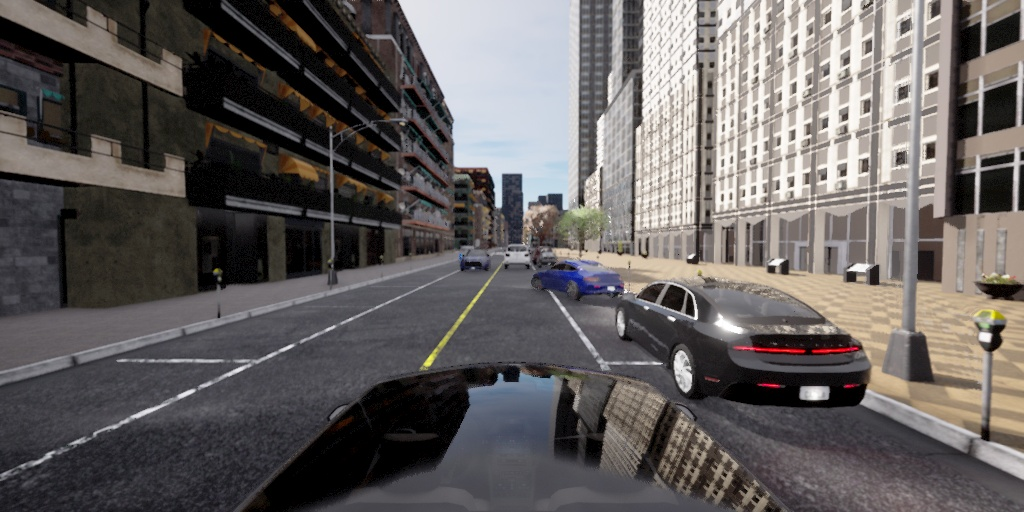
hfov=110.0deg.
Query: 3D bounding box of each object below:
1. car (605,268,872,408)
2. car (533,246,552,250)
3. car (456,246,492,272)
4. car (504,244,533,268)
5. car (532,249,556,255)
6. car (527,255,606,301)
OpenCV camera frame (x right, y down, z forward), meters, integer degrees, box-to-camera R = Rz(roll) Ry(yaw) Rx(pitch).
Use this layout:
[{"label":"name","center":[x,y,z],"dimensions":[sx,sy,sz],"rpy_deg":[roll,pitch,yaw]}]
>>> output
[{"label":"car","center":[3.201,1.109,6.169],"dimensions":[1.837,1.490,4.892],"rpy_deg":[0,2,1]},{"label":"car","center":[3.129,-0.074,36.626],"dimensions":[2.192,1.841,5.009],"rpy_deg":[0,0,1]},{"label":"car","center":[-2.767,0.235,28.105],"dimensions":[2.097,1.767,4.553],"rpy_deg":[0,2,1]},{"label":"car","center":[0.457,-0.014,31.937],"dimensions":[2.150,2.045,5.566],"rpy_deg":[0,2,1]},{"label":"car","center":[3.059,0.341,31.106],"dimensions":[2.007,1.370,4.403],"rpy_deg":[0,0,1]},{"label":"car","center":[2.512,0.859,14.420],"dimensions":[1.812,1.442,4.674],"rpy_deg":[-1,2,-22]}]
